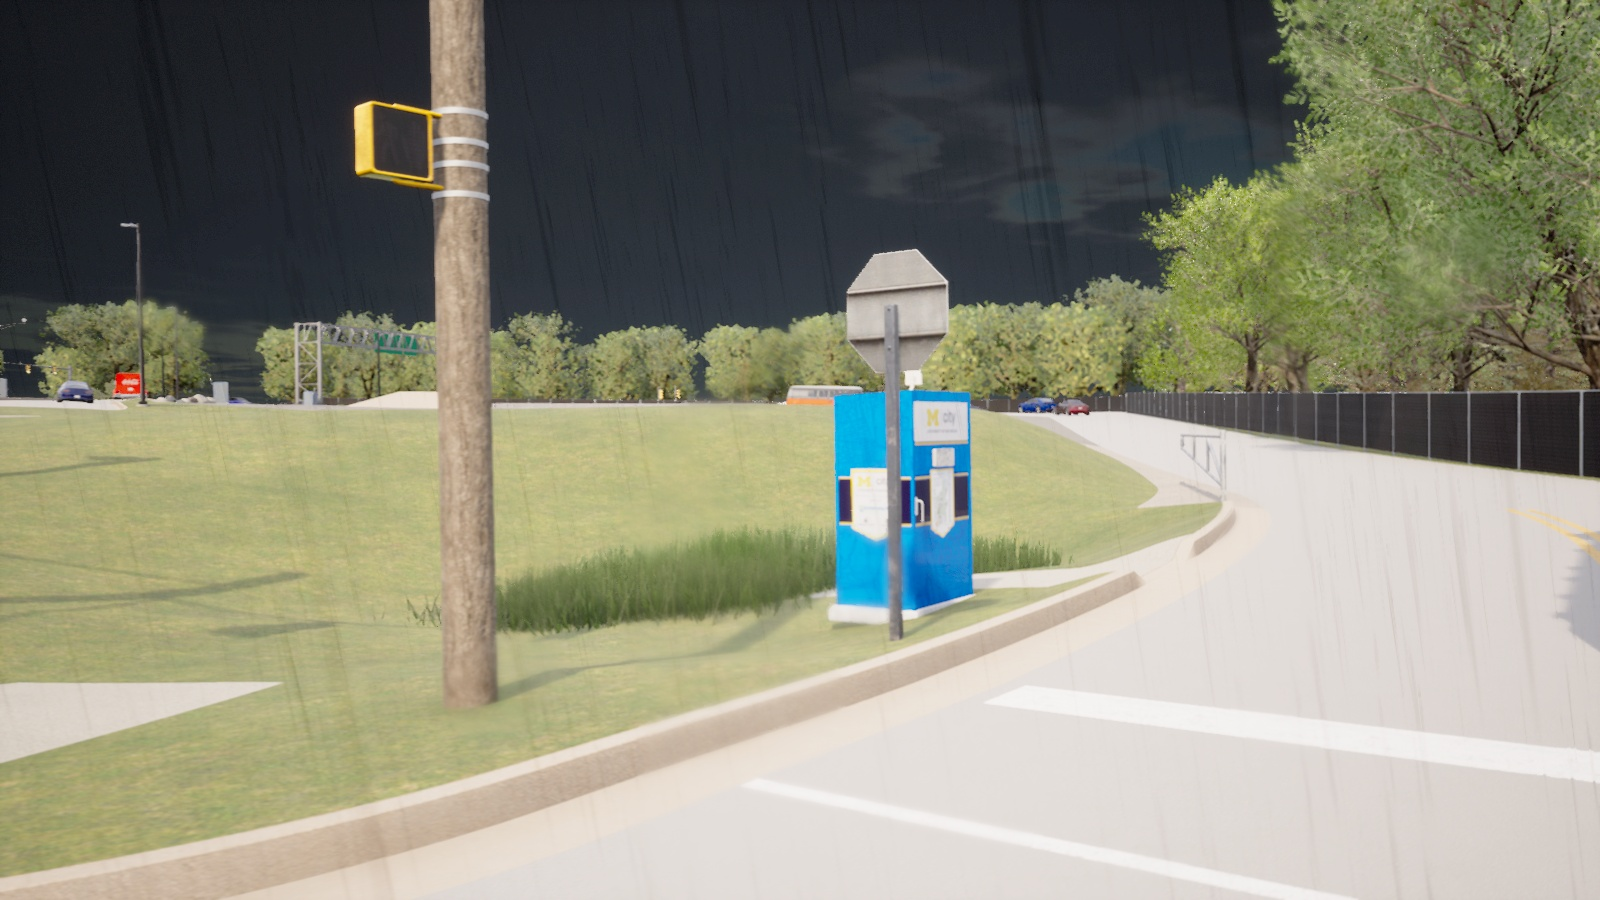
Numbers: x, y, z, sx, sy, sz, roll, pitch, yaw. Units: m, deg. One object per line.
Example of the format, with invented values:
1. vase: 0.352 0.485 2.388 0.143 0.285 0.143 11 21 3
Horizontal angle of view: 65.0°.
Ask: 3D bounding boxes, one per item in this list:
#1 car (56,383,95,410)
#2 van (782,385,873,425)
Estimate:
1. car: -43.821 -3.239 75.896 1.812 1.442 4.674 4 1 -32
2. van: 1.460 -2.364 66.112 4.442 1.987 1.775 2 2 13
